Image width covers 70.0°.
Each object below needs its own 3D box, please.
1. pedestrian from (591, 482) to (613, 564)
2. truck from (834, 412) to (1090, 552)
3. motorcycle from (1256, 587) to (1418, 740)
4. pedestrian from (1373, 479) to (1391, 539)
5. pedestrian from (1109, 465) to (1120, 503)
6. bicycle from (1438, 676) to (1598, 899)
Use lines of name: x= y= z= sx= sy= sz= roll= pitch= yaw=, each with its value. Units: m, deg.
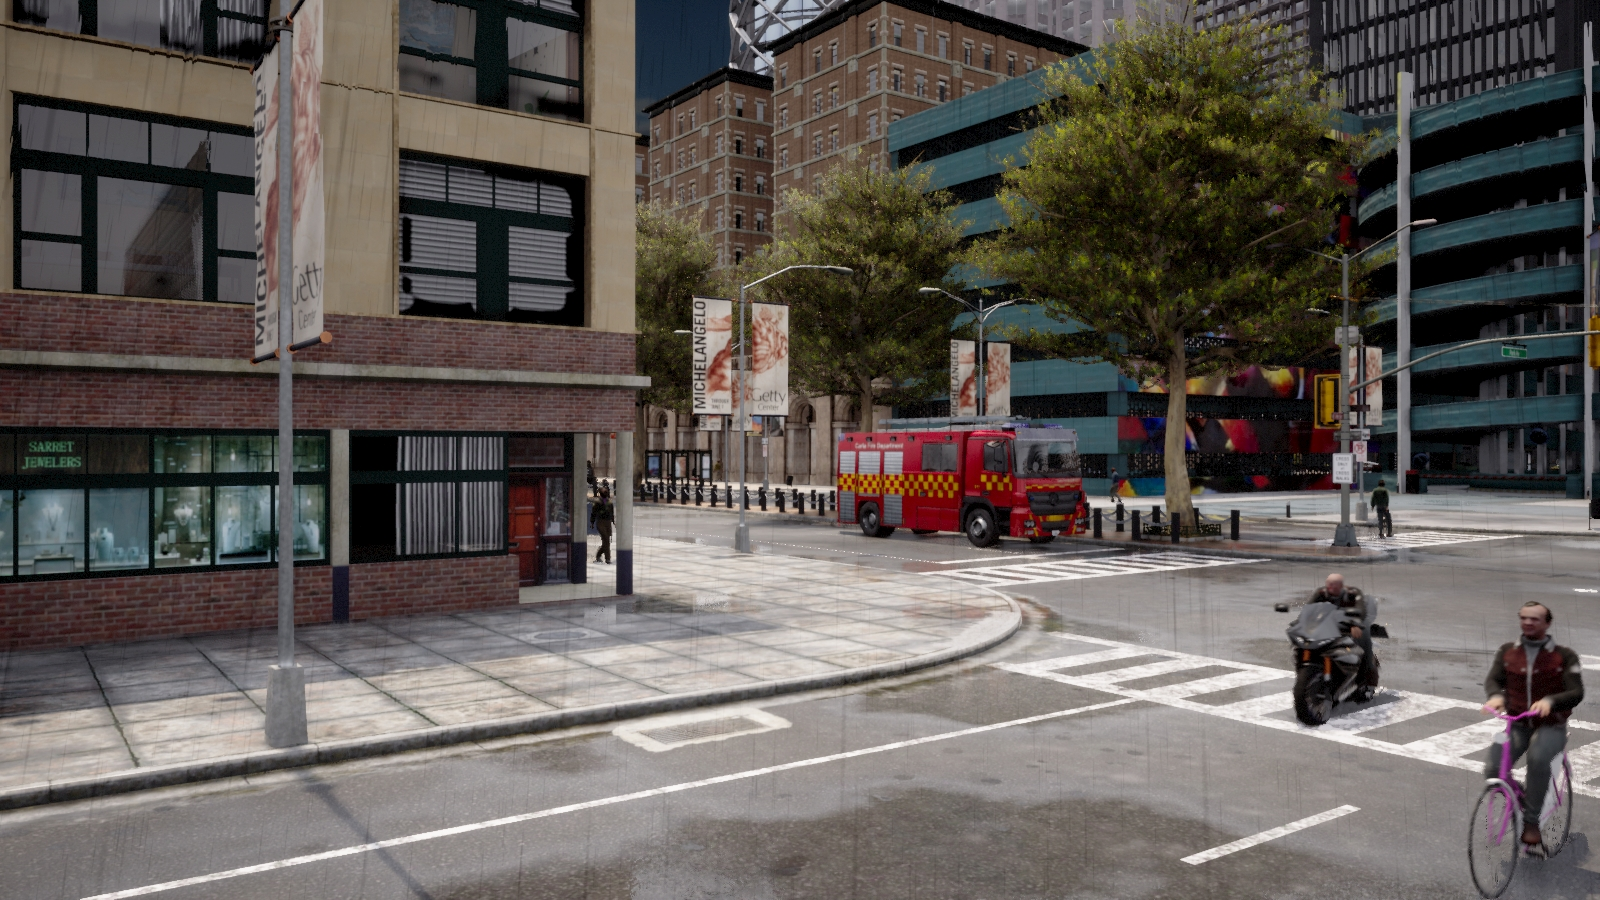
pedestrian: x=-4.589 y=1.691 z=26.514 sx=0.375 sy=1.860 sz=0.375 roll=0 pitch=0 yaw=-37
truck: x=4.745 y=0.881 z=35.550 sx=2.891 sy=3.827 sz=8.468 roll=0 pitch=0 yaw=-35
motorcycle: x=5.763 y=2.200 z=12.184 sx=0.867 sy=1.251 sz=2.209 roll=-3 pitch=-2 yaw=44
pedestrian: x=18.173 y=1.835 z=35.674 sx=0.375 sy=1.860 sz=0.375 roll=0 pitch=0 yaw=-42
pedestrian: x=15.471 y=1.679 z=56.210 sx=0.375 sy=1.860 sz=0.375 roll=0 pitch=0 yaw=-31
bicycle: x=4.750 y=2.206 z=7.508 sx=1.835 sy=1.171 sz=0.329 roll=0 pitch=-2 yaw=-40
